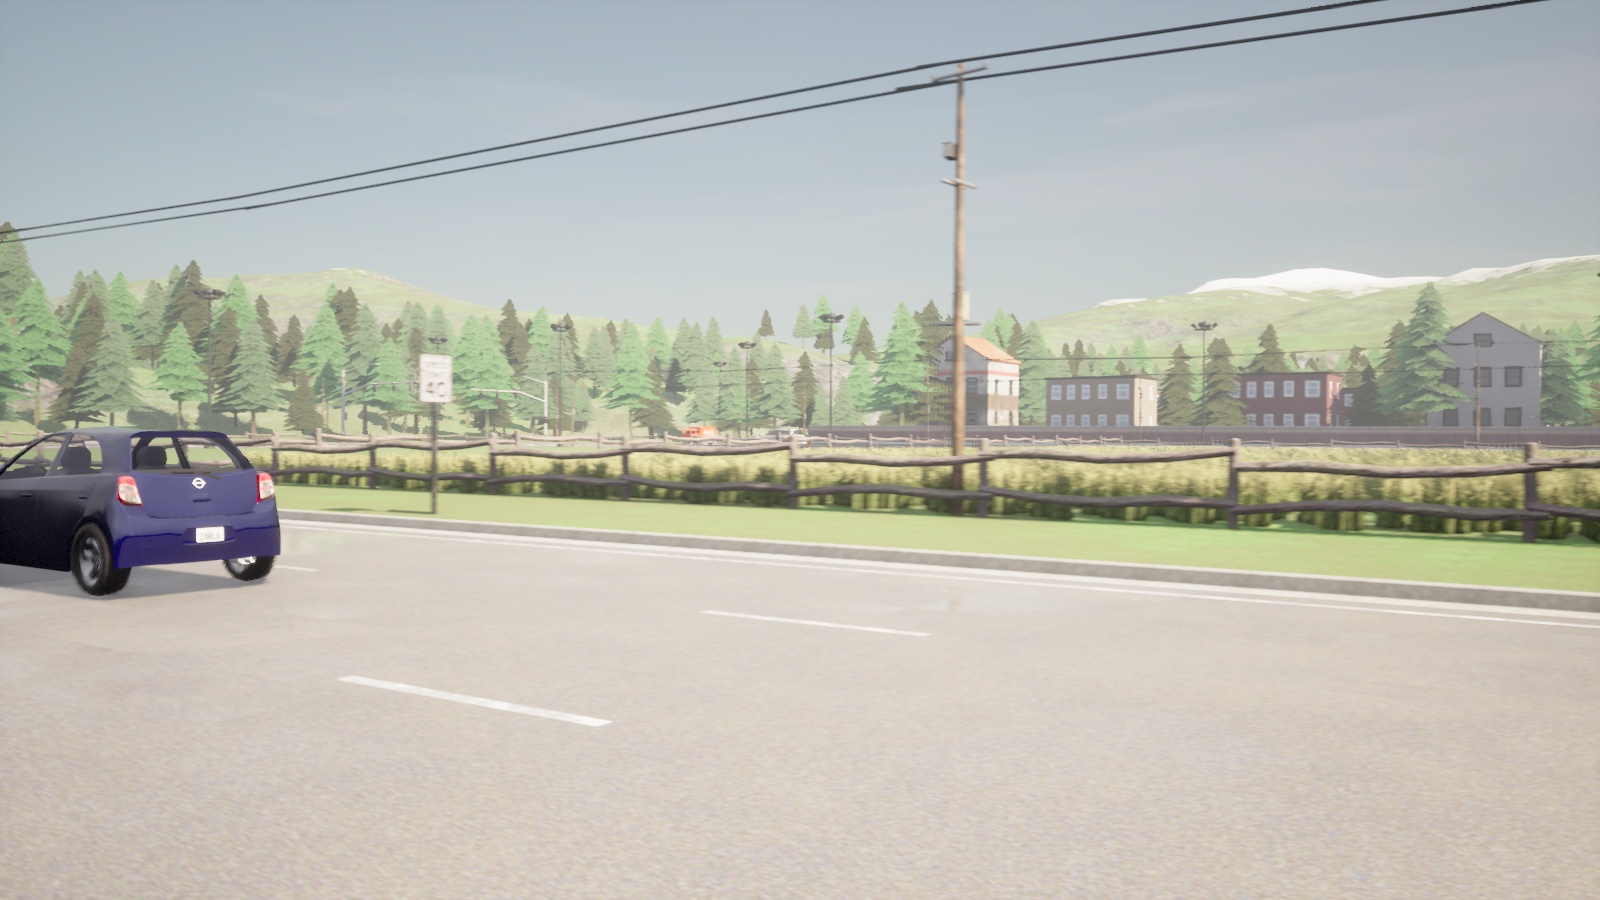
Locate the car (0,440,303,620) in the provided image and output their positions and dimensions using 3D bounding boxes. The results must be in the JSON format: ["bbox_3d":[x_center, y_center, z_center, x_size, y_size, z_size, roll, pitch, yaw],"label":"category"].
[{"bbox_3d":[-6.840,0.671,12.371,3.633,1.501,1.845,0,1,34],"label":"car"}]

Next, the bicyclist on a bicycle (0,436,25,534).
[{"bbox_3d":[-13.837,0.581,21.222,1.656,1.620,0.582,-1,1,34],"label":"bicyclist on a bicycle"}]
